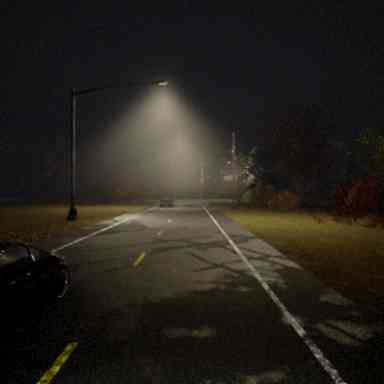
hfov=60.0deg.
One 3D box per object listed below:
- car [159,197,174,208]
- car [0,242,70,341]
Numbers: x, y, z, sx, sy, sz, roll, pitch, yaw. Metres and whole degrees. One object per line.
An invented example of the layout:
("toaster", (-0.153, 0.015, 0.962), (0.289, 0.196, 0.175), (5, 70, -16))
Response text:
("car", (-3.577, 1.430, 47.792), (1.882, 1.535, 5.008), (0, 0, 0))
("car", (-3.600, 1.562, 5.473), (1.994, 1.385, 4.181), (0, 0, 0))
